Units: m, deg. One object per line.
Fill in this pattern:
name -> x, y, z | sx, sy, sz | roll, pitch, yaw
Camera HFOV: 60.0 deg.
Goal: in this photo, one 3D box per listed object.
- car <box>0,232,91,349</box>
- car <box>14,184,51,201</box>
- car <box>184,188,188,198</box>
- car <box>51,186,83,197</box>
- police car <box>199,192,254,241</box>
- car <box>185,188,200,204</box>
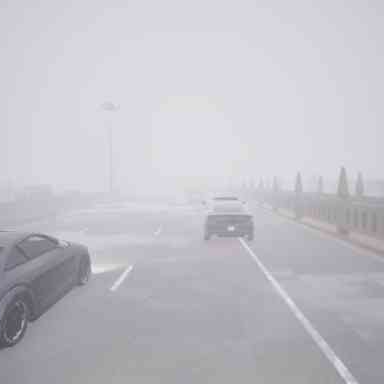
car -> -3.319, 1.391, 5.968 | 1.994, 1.385, 4.181 | 0, 2, 1
car -> -17.164, 0.183, 36.479 | 2.150, 2.045, 5.566 | 0, 2, 0
car -> -0.039, 0.142, 48.382 | 1.837, 1.490, 4.892 | 0, 2, -7
car -> -13.696, 0.443, 37.399 | 1.837, 1.490, 4.892 | 0, 2, -1
police car -> 1.425, 1.017, 14.399 | 1.930, 1.638, 5.238 | 0, 2, 1
car -> 0.486, 0.579, 36.231 | 1.895, 1.301, 4.718 | 0, 2, 0
